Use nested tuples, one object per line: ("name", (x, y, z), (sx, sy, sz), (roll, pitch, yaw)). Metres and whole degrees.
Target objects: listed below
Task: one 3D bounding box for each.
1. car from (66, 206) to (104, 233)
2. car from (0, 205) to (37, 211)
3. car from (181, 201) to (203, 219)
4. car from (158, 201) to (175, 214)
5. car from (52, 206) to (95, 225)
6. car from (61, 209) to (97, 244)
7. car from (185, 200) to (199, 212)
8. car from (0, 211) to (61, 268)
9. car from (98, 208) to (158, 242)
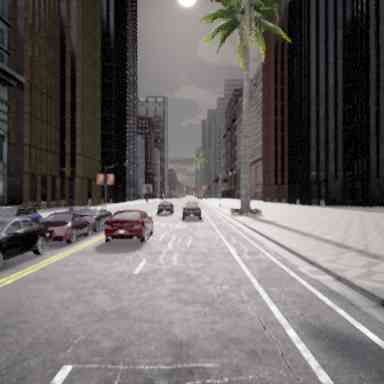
("car", (-6.503, 1.706, 21.398), (2.128, 1.511, 4.902), (0, -1, 0))
("car", (-9.756, 1.528, 17.656), (2.097, 1.767, 4.553), (0, 0, 0))
("car", (0.001, 1.832, 32.447), (1.837, 1.490, 4.892), (0, 0, 0))
("car", (-3.172, 1.917, 41.139), (1.837, 1.490, 4.892), (0, -1, 0))
("car", (-9.798, 1.880, 27.868), (1.895, 1.301, 4.718), (0, -1, 1))
("car", (-6.502, 1.753, 16.678), (1.994, 1.385, 4.181), (0, -1, 0))
("car", (0.039, 1.943, 46.383), (1.882, 1.535, 5.008), (0, 0, 0))
("car", (-6.563, 1.604, 11.176), (2.128, 1.511, 4.902), (0, -1, 1))
("car", (-3.152, 1.652, 17.405), (1.882, 1.535, 5.008), (0, -1, 0))
